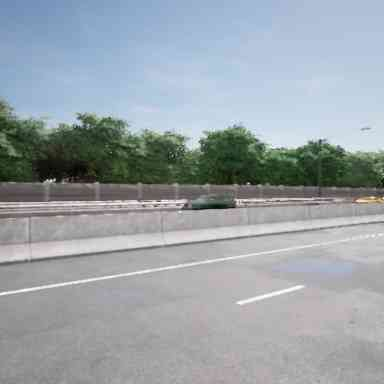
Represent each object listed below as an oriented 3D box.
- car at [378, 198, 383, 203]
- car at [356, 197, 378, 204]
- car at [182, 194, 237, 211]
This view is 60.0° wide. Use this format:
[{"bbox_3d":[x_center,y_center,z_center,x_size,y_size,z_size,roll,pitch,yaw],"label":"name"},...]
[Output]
[{"bbox_3d":[27.679,1.500,45.179,4.674,1.442,1.812,0,0,-35],"label":"car"},{"bbox_3d":[25.608,1.452,48.000,5.008,1.535,1.882,0,0,-35],"label":"car"},{"bbox_3d":[1.717,1.194,30.927,5.566,2.045,2.150,0,0,-35],"label":"car"}]
